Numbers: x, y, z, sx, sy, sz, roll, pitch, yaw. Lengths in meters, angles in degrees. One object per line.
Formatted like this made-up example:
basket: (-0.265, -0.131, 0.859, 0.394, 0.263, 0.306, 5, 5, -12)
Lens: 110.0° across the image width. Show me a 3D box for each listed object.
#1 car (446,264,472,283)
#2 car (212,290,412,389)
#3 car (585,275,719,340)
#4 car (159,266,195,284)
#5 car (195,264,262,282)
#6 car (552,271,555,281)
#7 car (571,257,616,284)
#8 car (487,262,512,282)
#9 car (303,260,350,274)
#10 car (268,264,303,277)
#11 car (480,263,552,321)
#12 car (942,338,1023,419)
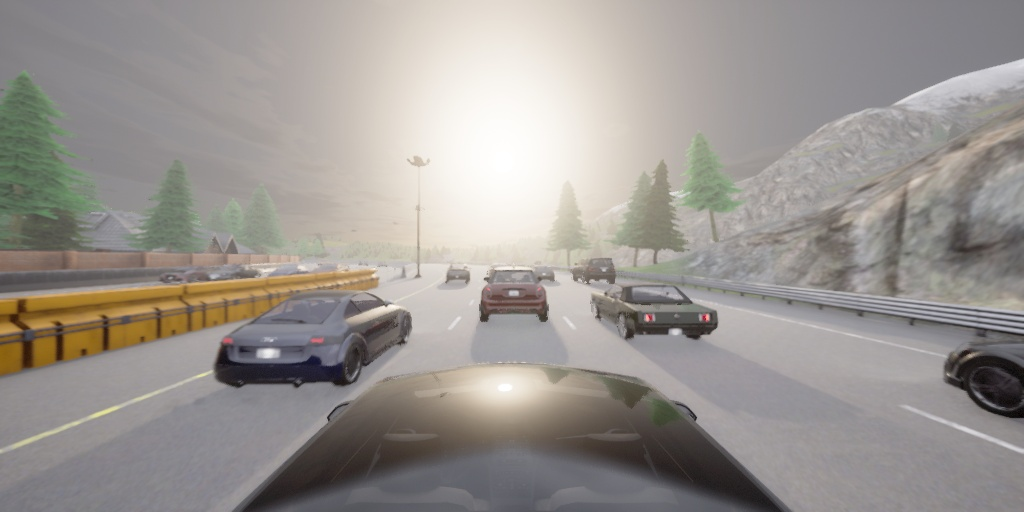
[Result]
car: (-4.426, 1.386, 29.746, 2.128, 1.511, 4.902, 0, 0, -6)
car: (-3.414, 1.342, 7.044, 1.994, 1.385, 4.181, 0, 0, 0)
car: (3.575, 1.394, 10.096, 1.895, 1.301, 4.718, 0, 0, -1)
car: (-25.638, 1.453, 28.657, 1.994, 1.385, 4.181, 0, 0, -7)
car: (-22.110, 1.380, 28.687, 2.128, 1.511, 4.902, 0, 0, -7)
car: (2.424, 1.467, 31.498, 1.994, 1.385, 4.181, 0, 0, -6)
car: (6.306, 1.108, 28.159, 2.150, 2.045, 5.566, 0, 0, -5)
car: (-1.225, 1.386, 32.601, 1.882, 1.535, 5.008, 0, 0, -7)
car: (-15.236, 1.374, 30.146, 1.882, 1.535, 5.008, 0, 0, -7)
car: (-18.810, 1.424, 30.604, 1.812, 1.442, 4.674, 0, 0, -7)
car: (0.029, 1.159, 12.938, 2.097, 1.767, 4.553, 0, 0, -1)
car: (7.071, 1.322, 3.267, 1.994, 1.385, 4.181, 0, 0, 0)
